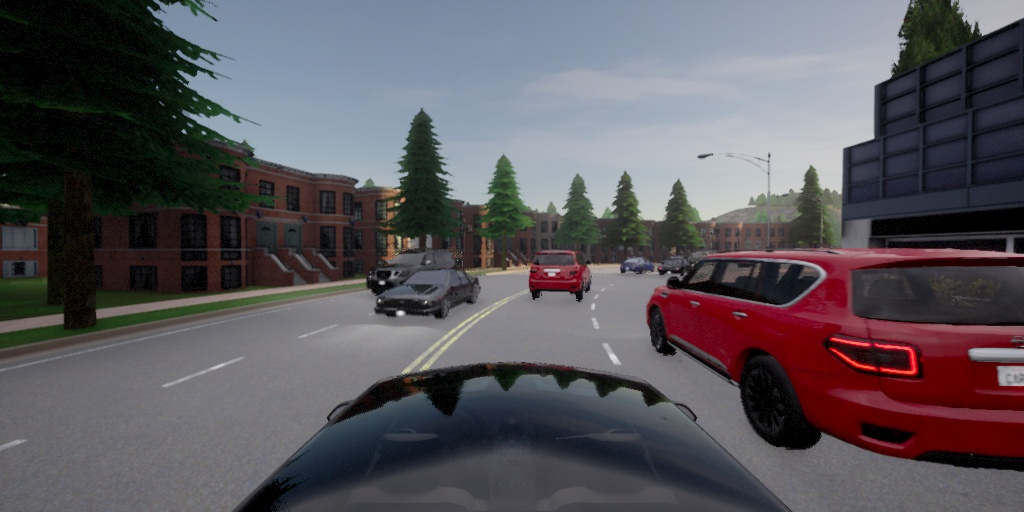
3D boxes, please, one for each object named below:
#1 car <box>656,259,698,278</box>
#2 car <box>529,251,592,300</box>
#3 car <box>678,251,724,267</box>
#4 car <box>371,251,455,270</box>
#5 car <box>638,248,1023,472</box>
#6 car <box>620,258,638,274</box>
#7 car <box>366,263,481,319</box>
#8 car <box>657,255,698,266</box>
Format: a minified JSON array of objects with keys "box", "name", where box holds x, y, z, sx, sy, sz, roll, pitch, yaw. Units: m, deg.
[{"box":[13.700,0.965,29.611,1.895,1.301,4.718,1,1,41],"name":"car"},{"box":[2.337,0.769,16.423,2.150,2.045,5.566,0,1,17],"name":"car"},{"box":[24.295,0.358,46.111,5.566,2.045,2.150,0,1,-23],"name":"car"},{"box":[-4.711,0.749,17.879,2.150,2.045,5.566,0,1,18],"name":"car"},{"box":[3.796,0.921,5.240,2.150,2.045,5.566,0,1,3],"name":"car"},{"box":[11.246,0.857,31.973,1.812,1.442,4.674,0,1,41],"name":"car"},{"box":[-2.557,1.150,12.432,2.033,1.411,5.357,0,1,11],"name":"car"},{"box":[22.778,0.639,49.306,5.357,1.411,2.033,0,1,-25],"name":"car"}]
